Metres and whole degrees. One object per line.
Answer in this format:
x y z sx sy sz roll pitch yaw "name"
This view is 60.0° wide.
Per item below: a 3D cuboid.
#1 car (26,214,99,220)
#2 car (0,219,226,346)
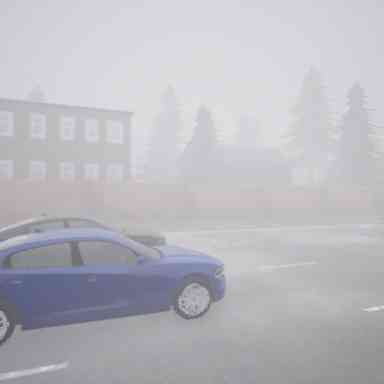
-3.155 1.337 9.093 5.008 1.535 1.882 0 1 -23 "car"
-1.801 1.387 5.866 5.008 1.535 1.882 0 1 -23 "car"
